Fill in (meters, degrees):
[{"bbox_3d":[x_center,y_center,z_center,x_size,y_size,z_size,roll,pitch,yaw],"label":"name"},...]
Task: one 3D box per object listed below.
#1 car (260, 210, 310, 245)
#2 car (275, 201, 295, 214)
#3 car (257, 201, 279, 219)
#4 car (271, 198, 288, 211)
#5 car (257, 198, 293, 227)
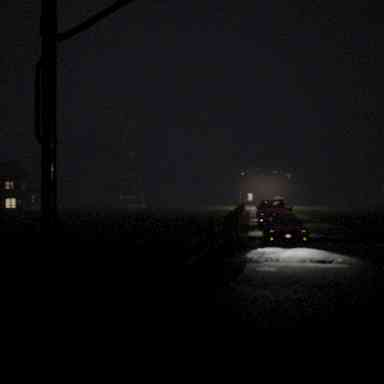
[{"bbox_3d":[4.647,1.805,16.813,1.994,1.385,4.181,-1,-1,10],"label":"car"},{"bbox_3d":[12.830,2.109,46.090,2.128,1.511,4.902,-1,-1,10],"label":"car"},{"bbox_3d":[8.080,1.862,35.774,2.097,1.767,4.553,-1,-1,11],"label":"car"},{"bbox_3d":[14.414,1.962,55.042,2.150,2.045,5.566,-1,-1,10],"label":"car"},{"bbox_3d":[6.298,1.594,26.028,2.150,2.045,5.566,-1,-1,10],"label":"car"}]
